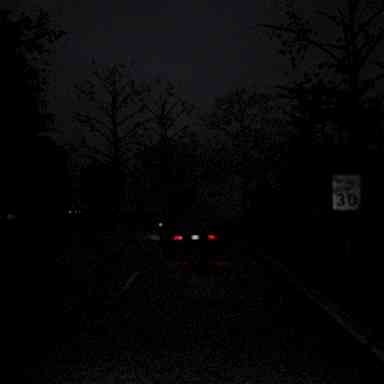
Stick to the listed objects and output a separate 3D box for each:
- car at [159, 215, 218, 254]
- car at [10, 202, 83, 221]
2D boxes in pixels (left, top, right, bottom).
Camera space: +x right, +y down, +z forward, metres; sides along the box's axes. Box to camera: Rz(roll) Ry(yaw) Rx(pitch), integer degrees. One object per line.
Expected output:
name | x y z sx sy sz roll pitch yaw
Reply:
car | -0.328 1.690 14.269 2.033 1.411 5.357 0 -1 -10
car | -11.268 1.462 25.862 5.357 1.411 2.033 2 -1 14
